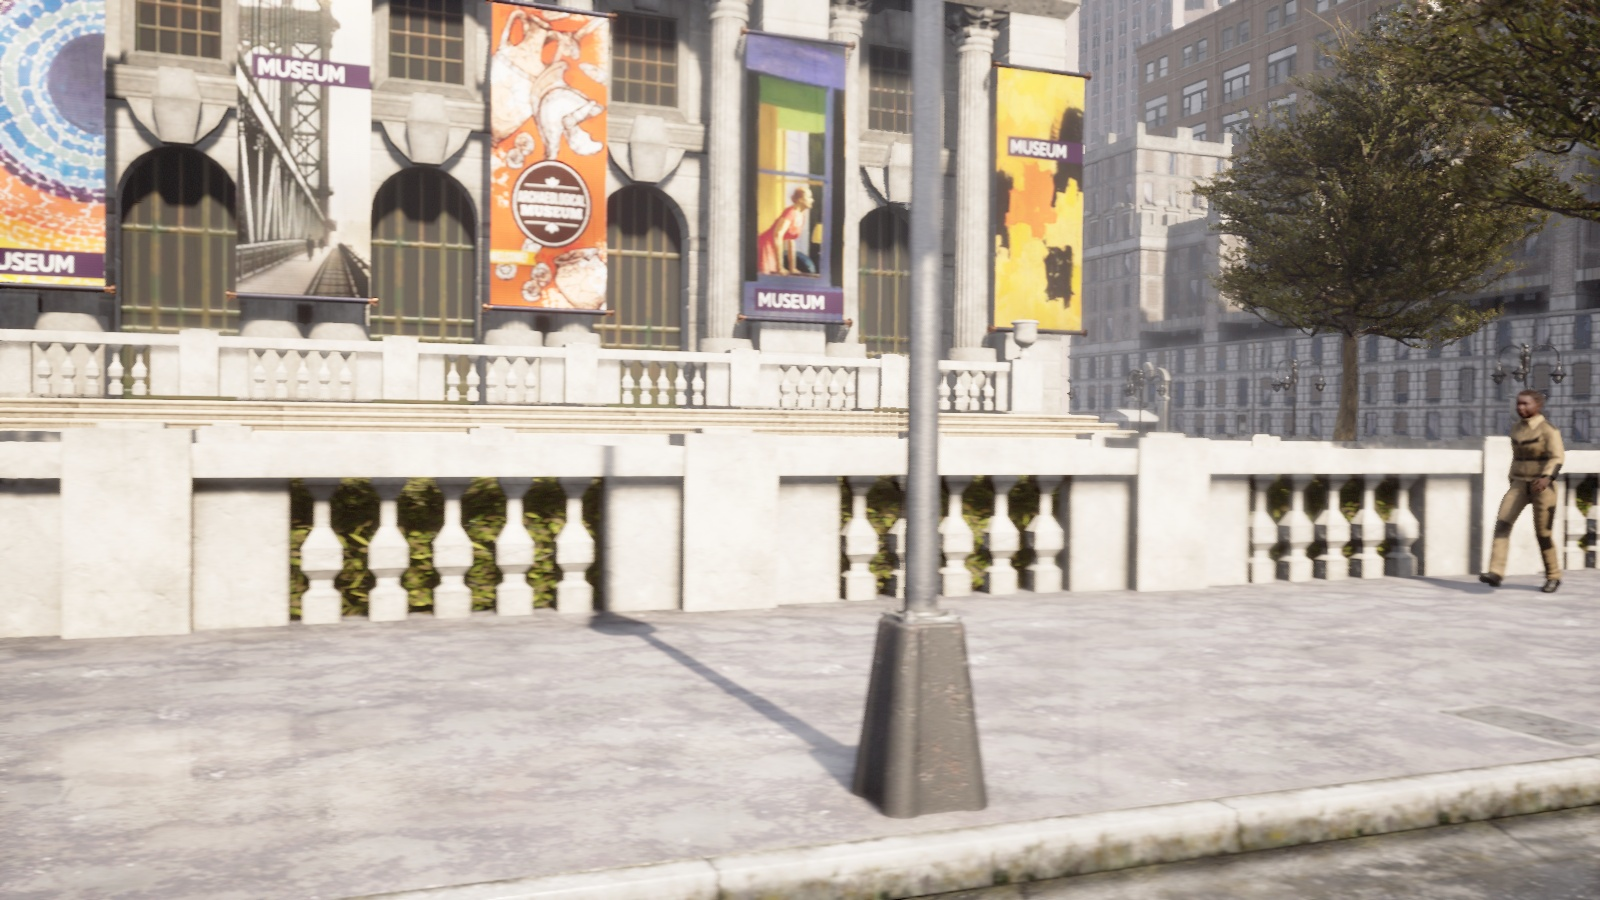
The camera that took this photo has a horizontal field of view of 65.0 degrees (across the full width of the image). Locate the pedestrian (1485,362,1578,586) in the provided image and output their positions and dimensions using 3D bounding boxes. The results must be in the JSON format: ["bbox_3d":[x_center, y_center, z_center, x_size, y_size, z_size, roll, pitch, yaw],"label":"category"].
[{"bbox_3d":[6.484,0.203,11.136,0.692,1.930,0.396,-1,1,-26],"label":"pedestrian"}]
